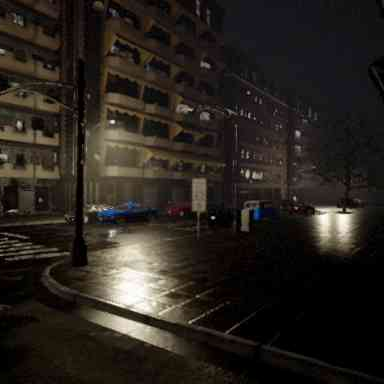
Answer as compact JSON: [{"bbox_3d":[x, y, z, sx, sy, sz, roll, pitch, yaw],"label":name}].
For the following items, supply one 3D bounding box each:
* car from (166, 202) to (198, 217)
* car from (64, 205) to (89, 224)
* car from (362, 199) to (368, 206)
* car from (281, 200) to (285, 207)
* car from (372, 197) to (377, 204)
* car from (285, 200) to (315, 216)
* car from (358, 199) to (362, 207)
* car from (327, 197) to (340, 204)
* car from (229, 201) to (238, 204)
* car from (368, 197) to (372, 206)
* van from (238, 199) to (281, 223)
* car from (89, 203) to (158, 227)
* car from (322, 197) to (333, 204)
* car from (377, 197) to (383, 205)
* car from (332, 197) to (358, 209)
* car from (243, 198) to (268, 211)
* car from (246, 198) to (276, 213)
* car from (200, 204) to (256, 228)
[{"bbox_3d":[-0.811,1.685,33.789,1.887,1.381,4.507,1,0,36],"label":"car"},{"bbox_3d":[-7.367,1.599,24.874,2.008,1.369,4.403,1,0,36],"label":"car"},{"bbox_3d":[32.158,2.089,64.483,1.967,1.590,4.097,1,0,36],"label":"car"},{"bbox_3d":[15.578,1.948,56.080,1.802,1.307,4.206,1,0,36],"label":"car"},{"bbox_3d":[38.713,2.286,73.400,2.008,1.369,4.403,1,0,36],"label":"car"},{"bbox_3d":[12.492,1.821,37.736,1.967,1.590,4.097,1,0,36],"label":"car"},{"bbox_3d":[28.879,2.187,60.025,1.802,1.307,4.206,1,0,36],"label":"car"},{"bbox_3d":[35.246,2.068,82.828,1.967,1.590,4.097,1,0,36],"label":"car"},{"bbox_3d":[5.744,1.813,42.706,1.802,1.307,4.206,1,0,36],"label":"car"},{"bbox_3d":[35.435,2.237,68.941,1.887,1.381,4.507,1,0,36],"label":"car"},{"bbox_3d":[5.937,1.631,28.819,1.690,1.788,3.998,1,0,36],"label":"van"},{"bbox_3d":[-4.610,1.582,24.246,1.882,1.535,5.008,1,0,36],"label":"car"},{"bbox_3d":[31.967,2.151,78.369,1.947,1.339,4.313,1,0,36],"label":"car"},{"bbox_3d":[45.272,2.136,82.315,2.192,1.841,5.009,1,0,36],"label":"car"},{"bbox_3d":[25.605,1.876,55.568,2.192,1.841,5.009,1,0,36],"label":"car"},{"bbox_3d":[9.024,1.716,47.164,1.967,1.590,4.097,1,0,36],"label":"car"},{"bbox_3d":[8.899,1.644,42.572,2.097,1.767,4.553,1,0,37],"label":"car"},{"bbox_3d":[2.657,1.810,24.361,1.947,1.339,4.313,1,0,36],"label":"car"}]
